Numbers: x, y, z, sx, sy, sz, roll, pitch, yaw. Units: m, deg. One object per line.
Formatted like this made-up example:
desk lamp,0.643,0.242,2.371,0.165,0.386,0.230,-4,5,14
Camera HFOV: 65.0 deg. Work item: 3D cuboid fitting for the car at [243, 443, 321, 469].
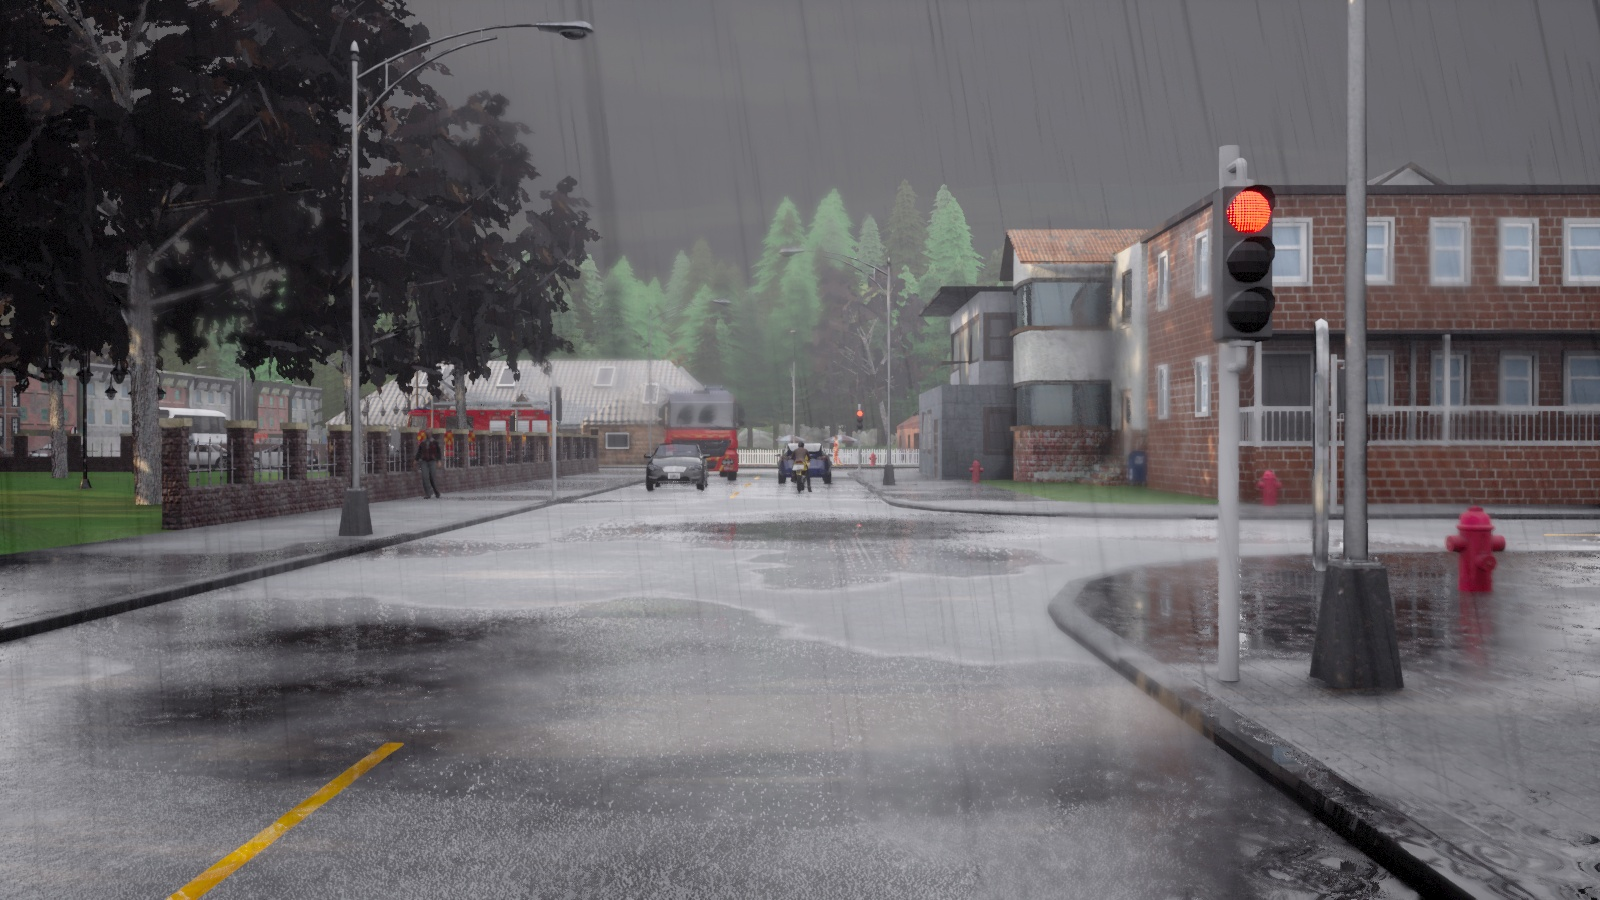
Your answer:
car,-29.387,0.334,71.299,3.633,1.501,1.845,0,0,0

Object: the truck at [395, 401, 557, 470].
truck,-18.288,-0.835,71.285,8.468,3.827,2.891,0,0,1

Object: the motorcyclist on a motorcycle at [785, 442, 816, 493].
motorcyclist on a motorcycle,0.028,0.513,38.236,0.797,1.523,2.044,0,0,4

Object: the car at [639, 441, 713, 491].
car,-3.947,0.470,40.708,2.128,1.511,4.902,0,0,-3

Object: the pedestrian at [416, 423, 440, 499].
pedestrian,-9.171,0.274,31.006,0.376,1.854,0.720,0,0,0

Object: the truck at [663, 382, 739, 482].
truck,-4.037,-0.718,52.503,2.891,3.827,8.468,0,0,-3

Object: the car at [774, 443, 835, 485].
car,0.167,0.480,47.199,2.163,1.488,4.792,0,0,0

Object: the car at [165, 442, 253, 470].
car,-31.765,0.305,67.616,3.806,1.475,1.970,0,0,-1
